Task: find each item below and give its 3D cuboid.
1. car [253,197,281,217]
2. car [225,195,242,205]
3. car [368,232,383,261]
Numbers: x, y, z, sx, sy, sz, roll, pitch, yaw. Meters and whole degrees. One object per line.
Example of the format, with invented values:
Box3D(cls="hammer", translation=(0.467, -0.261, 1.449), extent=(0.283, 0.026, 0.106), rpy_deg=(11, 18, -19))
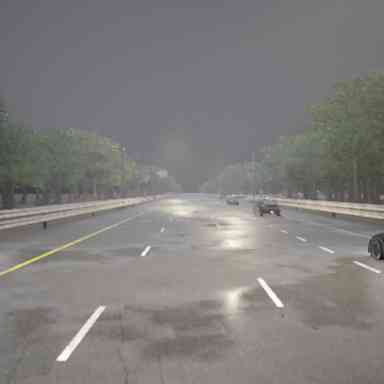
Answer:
Box3D(cls="car", translation=(6.998, 1.520, 31.460), extent=(1.837, 1.490, 4.892), rpy_deg=(0, 0, 0))
Box3D(cls="car", translation=(6.996, 1.590, 58.464), extent=(1.994, 1.385, 4.181), rpy_deg=(0, 0, 0))
Box3D(cls="car", translation=(6.999, 1.573, 9.655), extent=(1.994, 1.385, 4.181), rpy_deg=(0, 0, 0))
